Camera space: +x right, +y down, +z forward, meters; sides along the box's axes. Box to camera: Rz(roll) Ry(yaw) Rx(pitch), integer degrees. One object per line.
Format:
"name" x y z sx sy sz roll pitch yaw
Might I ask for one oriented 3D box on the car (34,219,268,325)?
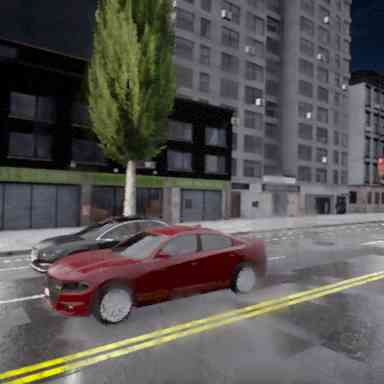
"car" -0.509 1.504 7.308 5.008 1.535 1.882 1 0 -35

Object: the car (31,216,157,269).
"car" -2.182 1.533 10.107 4.892 1.490 1.837 1 0 -35
